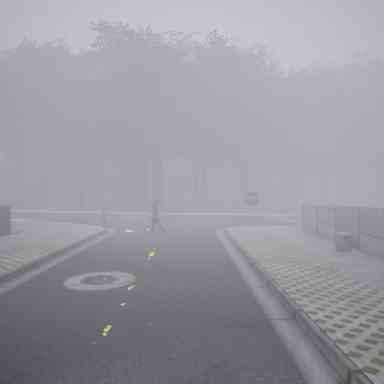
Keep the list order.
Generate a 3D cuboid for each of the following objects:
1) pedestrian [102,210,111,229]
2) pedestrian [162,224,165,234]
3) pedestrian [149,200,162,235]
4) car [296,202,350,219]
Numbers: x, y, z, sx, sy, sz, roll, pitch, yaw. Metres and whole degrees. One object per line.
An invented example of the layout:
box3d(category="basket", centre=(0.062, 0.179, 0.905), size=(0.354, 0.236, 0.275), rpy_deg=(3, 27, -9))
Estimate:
box3d(category="pedestrian", centre=(-4.803, 1.508, 18.415), size=(0.500, 1.100, 0.500), rpy_deg=(-1, 1, 0))
box3d(category="pedestrian", centre=(-1.834, 1.285, 17.827), size=(0.375, 1.860, 0.375), rpy_deg=(-1, 1, 0))
box3d(category="pedestrian", centre=(-1.913, 1.285, 17.227), size=(0.375, 1.860, 0.375), rpy_deg=(-1, 1, 0))
box3d(category="car", centre=(10.931, 1.547, 27.084), size=(4.674, 1.442, 1.812), rpy_deg=(0, 1, 0))
